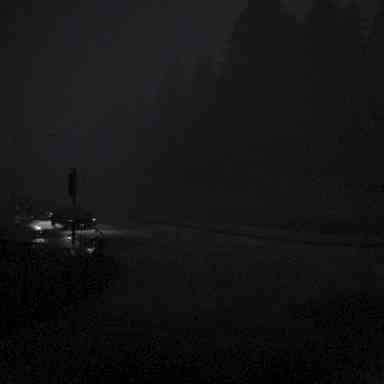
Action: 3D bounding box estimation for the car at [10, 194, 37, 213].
[{"bbox_3d":[-19.517,1.281,38.363,2.150,2.045,5.566,1,0,-35],"label":"car"}]

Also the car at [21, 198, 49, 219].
[{"bbox_3d":[-13.506,1.551,29.893,2.128,1.511,4.902,1,0,-35],"label":"car"}]

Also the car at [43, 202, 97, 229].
[{"bbox_3d":[-8.126,1.607,22.332,2.033,1.411,5.357,1,0,-35],"label":"car"}]

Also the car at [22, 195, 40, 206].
[{"bbox_3d":[-27.682,1.451,57.034,2.097,1.767,4.553,1,0,-35],"label":"car"}]
